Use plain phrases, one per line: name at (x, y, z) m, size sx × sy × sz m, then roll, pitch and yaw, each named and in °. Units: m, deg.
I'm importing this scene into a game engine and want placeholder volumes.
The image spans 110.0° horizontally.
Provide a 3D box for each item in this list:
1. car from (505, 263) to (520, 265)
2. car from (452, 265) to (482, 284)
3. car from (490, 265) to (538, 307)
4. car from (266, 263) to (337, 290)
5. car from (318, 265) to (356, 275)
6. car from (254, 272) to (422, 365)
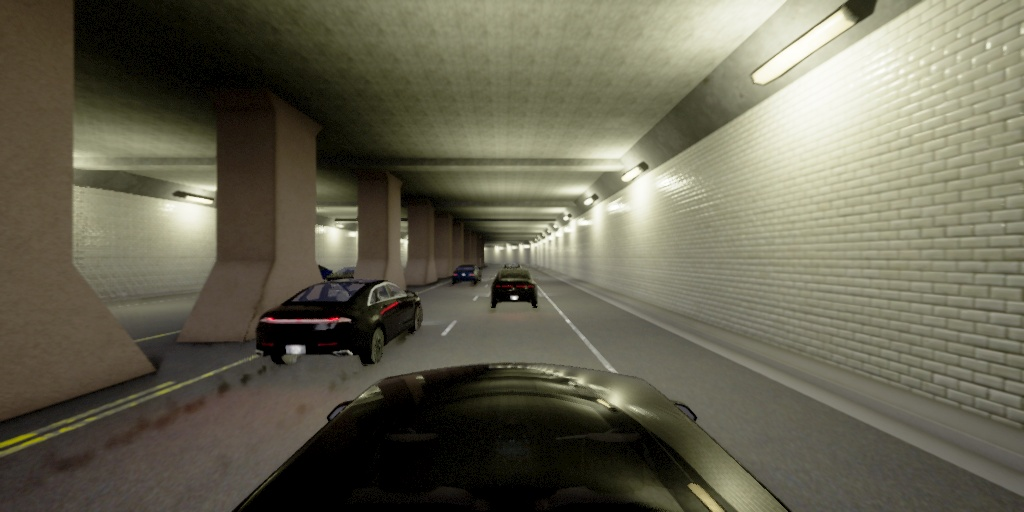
car at (0.073, 1.349, 33.172) m, size 2.128 × 1.511 × 4.902 m, roll 0°, pitch 0°, yaw 0°
car at (-3.422, 1.387, 27.822) m, size 2.033 × 1.411 × 5.357 m, roll 0°, pitch 0°, yaw 0°
car at (0.089, 1.303, 15.713) m, size 1.837 × 1.490 × 4.892 m, roll 0°, pitch 0°, yaw 0°
car at (-14.117, 1.306, 24.451) m, size 1.882 × 1.535 × 5.008 m, roll 0°, pitch 0°, yaw 0°
car at (-10.619, 1.375, 24.140) m, size 2.033 × 1.411 × 5.357 m, roll 0°, pitch 0°, yaw 0°
car at (-3.404, 1.263, 8.062) m, size 2.128 × 1.511 × 4.902 m, roll 0°, pitch 0°, yaw 0°
